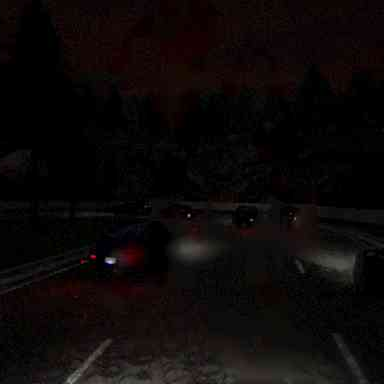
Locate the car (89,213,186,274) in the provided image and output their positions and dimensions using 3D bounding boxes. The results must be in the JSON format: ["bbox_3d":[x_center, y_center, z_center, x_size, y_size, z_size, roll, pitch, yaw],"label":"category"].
[{"bbox_3d":[-1.679,1.632,10.905,1.812,1.442,4.674,0,-1,11],"label":"car"}]

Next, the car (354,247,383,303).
[{"bbox_3d":[4.459,1.584,5.969,2.128,1.511,4.902,0,-1,10],"label":"car"}]

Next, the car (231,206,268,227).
[{"bbox_3d":[4.124,1.771,25.241,1.882,1.535,5.008,1,0,1],"label":"car"}]

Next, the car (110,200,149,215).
[{"bbox_3d":[-6.783,1.702,37.180,4.553,1.767,2.097,0,-1,15],"label":"car"}]

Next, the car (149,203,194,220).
[{"bbox_3d":[-1.740,1.822,30.985,1.837,1.490,4.892,4,-2,-37],"label":"car"}]

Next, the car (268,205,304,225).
[{"bbox_3d":[7.474,1.841,27.300,1.837,1.490,4.892,2,-1,-8],"label":"car"}]
